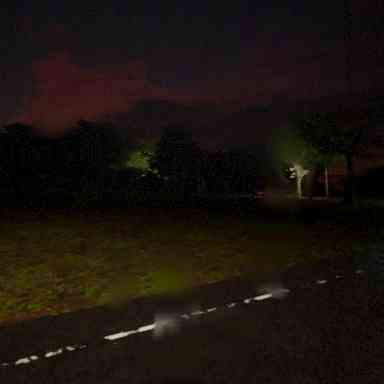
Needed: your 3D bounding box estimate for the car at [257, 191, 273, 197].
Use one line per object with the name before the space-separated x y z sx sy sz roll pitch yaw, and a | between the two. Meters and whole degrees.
car | 20.466 0.519 93.319 2.097 1.767 4.553 0 2 -31
